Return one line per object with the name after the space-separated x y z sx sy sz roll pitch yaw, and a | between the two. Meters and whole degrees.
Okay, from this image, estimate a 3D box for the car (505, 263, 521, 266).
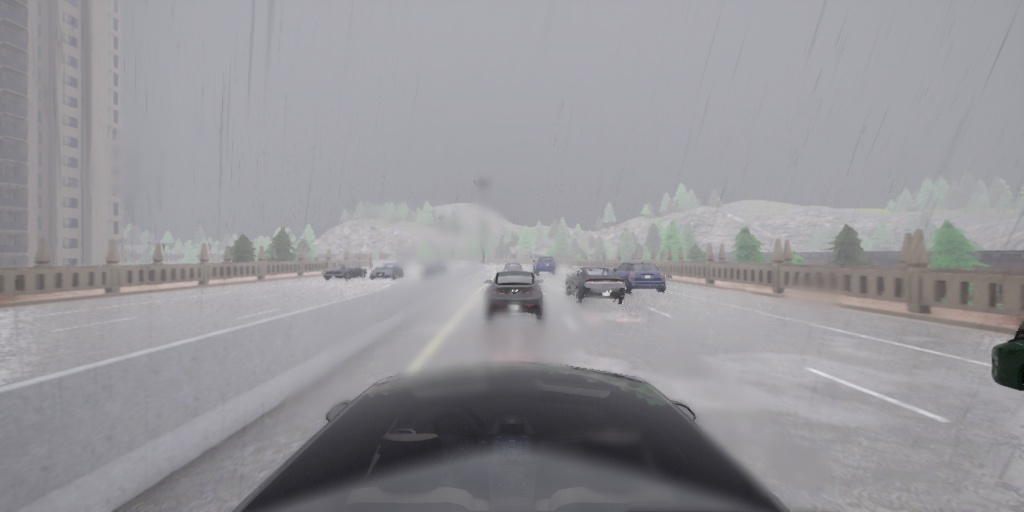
0.097 1.328 33.956 2.033 1.411 5.357 0 0 0 | car

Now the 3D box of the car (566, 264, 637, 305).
3.602 1.245 16.129 2.128 1.511 4.902 0 0 0 | car

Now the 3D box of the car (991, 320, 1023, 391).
7.101 0.971 2.022 2.150 2.045 5.566 0 0 0 | car

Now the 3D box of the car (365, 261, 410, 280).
-10.633 1.339 30.877 1.994 1.385 4.181 0 0 0 | car

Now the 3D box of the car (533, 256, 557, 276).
3.498 1.011 38.775 2.150 2.045 5.566 0 0 -2 | car

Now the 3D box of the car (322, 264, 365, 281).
-14.110 1.375 30.516 1.895 1.301 4.718 0 0 0 | car

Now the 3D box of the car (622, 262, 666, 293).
7.104 1.110 20.894 2.097 1.767 4.553 0 0 0 | car

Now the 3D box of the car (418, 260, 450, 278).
-7.163 1.345 34.051 1.994 1.385 4.181 0 0 -1 | car

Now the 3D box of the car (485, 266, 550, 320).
0.102 1.256 12.684 1.837 1.490 4.892 0 0 0 | car
